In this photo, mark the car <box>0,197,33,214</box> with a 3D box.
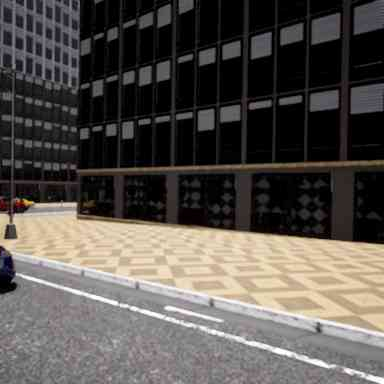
[{"bbox_3d":[-19.135,1.359,33.091,2.192,1.841,5.009,1,0,36],"label":"car"}]

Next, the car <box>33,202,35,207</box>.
[{"bbox_3d":[-22.631,1.444,42.468,1.752,1.417,4.829,1,0,36],"label":"car"}]

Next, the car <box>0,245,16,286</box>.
[{"bbox_3d":[-6.101,1.518,8.023,4.181,1.385,1.994,0,0,36],"label":"car"}]
